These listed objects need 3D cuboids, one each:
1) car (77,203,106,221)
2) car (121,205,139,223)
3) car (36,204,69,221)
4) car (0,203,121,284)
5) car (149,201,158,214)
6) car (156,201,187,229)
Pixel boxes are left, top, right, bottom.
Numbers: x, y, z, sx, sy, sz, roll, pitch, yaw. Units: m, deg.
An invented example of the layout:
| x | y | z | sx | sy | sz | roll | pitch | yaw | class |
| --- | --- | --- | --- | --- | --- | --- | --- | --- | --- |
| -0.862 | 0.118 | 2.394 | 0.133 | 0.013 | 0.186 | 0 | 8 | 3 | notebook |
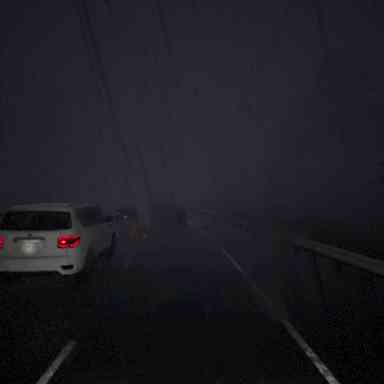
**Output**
| x | y | z | sx | sy | sz | roll | pitch | yaw | class |
| --- | --- | --- | --- | --- | --- | --- | --- | --- | --- |
| -9.651 | 1.877 | 32.363 | 2.033 | 1.411 | 5.357 | 0 | -1 | -9 | car |
| -5.582 | 1.814 | 28.632 | 1.812 | 1.442 | 4.674 | 0 | -1 | -8 | car |
| -13.108 | 1.890 | 31.542 | 1.994 | 1.385 | 4.181 | 0 | -1 | -9 | car |
| -3.764 | 1.326 | 10.062 | 2.150 | 2.045 | 5.566 | 0 | -1 | -3 | car |
| -4.253 | 1.890 | 41.501 | 1.882 | 1.535 | 5.008 | 0 | -1 | -11 | car |
| -1.468 | 1.716 | 24.039 | 1.882 | 1.535 | 5.008 | 0 | 0 | -6 | car |
